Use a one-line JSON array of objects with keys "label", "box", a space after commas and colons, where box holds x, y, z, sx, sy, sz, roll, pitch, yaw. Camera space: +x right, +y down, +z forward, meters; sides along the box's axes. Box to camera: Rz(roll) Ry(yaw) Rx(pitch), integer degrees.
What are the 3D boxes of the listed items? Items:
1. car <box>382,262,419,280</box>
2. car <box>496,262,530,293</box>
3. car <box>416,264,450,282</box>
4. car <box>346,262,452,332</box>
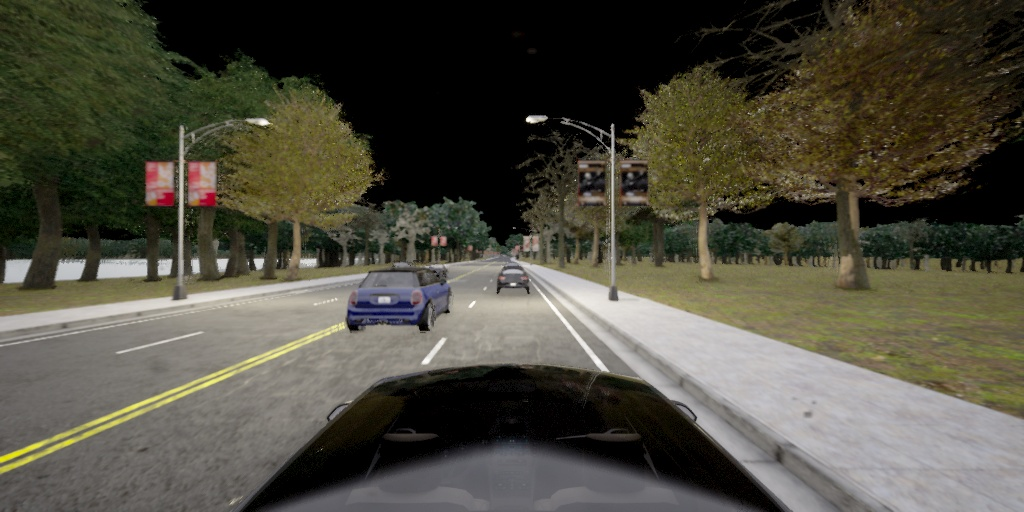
[{"label": "car", "box": [-9.946, 1.293, 32.279, 1.837, 1.490, 4.892, 0, -1, 0]}, {"label": "car", "box": [0.055, 1.296, 20.728, 1.812, 1.442, 4.674, 0, 0, 0]}, {"label": "car", "box": [-6.691, 1.385, 30.845, 1.895, 1.301, 4.718, 0, 0, 0]}, {"label": "car", "box": [-3.166, 1.109, 11.008, 2.097, 1.767, 4.553, 0, 0, 0]}]
